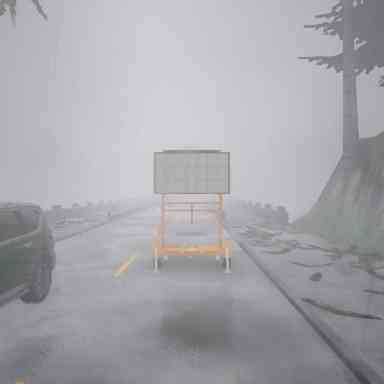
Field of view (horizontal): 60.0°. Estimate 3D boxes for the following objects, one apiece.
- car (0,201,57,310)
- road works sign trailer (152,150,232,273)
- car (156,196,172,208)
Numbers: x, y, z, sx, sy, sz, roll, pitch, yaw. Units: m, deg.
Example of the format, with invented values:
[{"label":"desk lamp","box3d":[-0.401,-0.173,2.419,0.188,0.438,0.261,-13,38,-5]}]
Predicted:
[{"label":"car","box3d":[-4.102,1.220,5.248,2.150,2.045,5.566,0,0,0]},{"label":"road works sign trailer","box3d":[-0.004,0.464,10.650,2.380,3.560,2.880,0,0,0]},{"label":"car","box3d":[-4.104,1.353,49.065,2.097,1.767,4.553,0,0,0]}]
